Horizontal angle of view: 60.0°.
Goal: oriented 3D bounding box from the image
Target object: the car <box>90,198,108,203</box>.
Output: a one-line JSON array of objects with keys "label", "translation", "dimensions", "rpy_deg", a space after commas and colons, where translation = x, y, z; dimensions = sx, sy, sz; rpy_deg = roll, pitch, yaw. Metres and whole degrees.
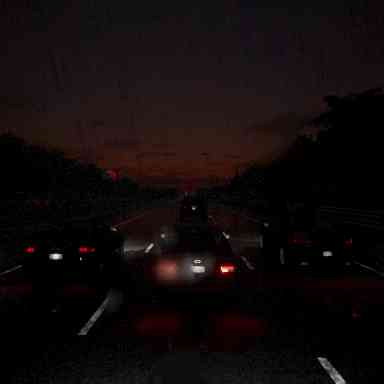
[{"label": "car", "translation": [-13.949, 1.683, 49.985], "dimensions": [1.882, 1.535, 5.008], "rpy_deg": [0, -1, 0]}]

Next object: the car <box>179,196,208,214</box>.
[{"label": "car", "translation": [0.128, 1.340, 27.625], "dimensions": [2.150, 2.045, 5.566], "rpy_deg": [0, 0, 0]}]

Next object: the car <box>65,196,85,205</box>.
[{"label": "car", "translation": [-17.449, 1.441, 49.990], "dimensions": [1.837, 1.490, 4.892], "rpy_deg": [0, -1, 0]}]

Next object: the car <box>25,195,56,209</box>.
[{"label": "car", "translation": [-20.992, 1.473, 46.330], "dimensions": [2.150, 2.045, 5.566], "rpy_deg": [0, -1, 1]}]

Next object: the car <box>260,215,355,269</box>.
[{"label": "car", "translation": [3.610, 1.502, 11.309], "dimensions": [1.882, 1.535, 5.008], "rpy_deg": [0, 0, 0]}]

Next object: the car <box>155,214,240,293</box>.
[{"label": "car", "translation": [0.109, 1.563, 8.992], "dimensions": [2.033, 1.411, 5.357], "rpy_deg": [0, 0, 0]}]

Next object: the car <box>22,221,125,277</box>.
[{"label": "car", "translation": [-3.389, 1.584, 10.283], "dimensions": [1.994, 1.385, 4.181], "rpy_deg": [0, 0, 0]}]
